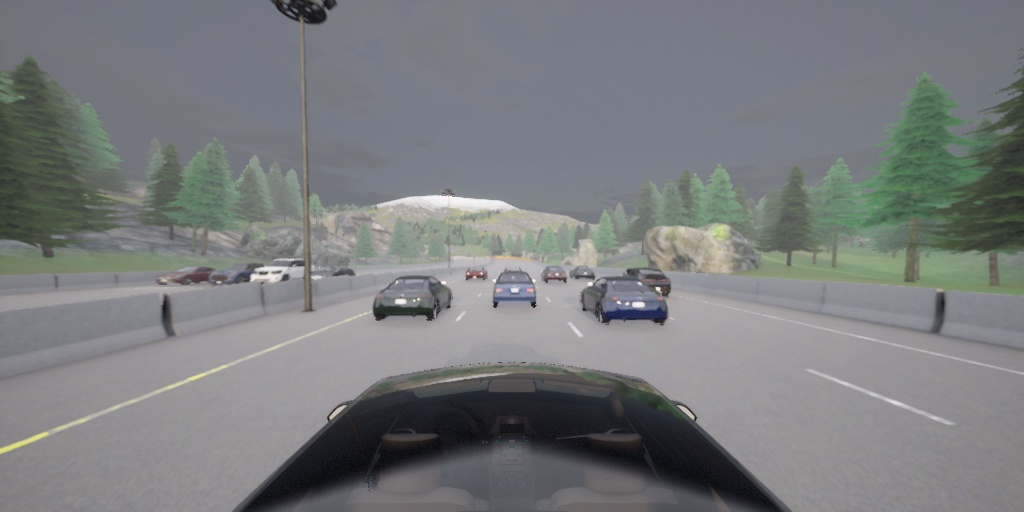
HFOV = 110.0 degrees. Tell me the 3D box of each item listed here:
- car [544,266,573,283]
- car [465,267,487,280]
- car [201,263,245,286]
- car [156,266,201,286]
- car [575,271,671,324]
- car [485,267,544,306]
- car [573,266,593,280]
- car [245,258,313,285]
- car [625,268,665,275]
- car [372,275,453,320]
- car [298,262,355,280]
[{"bbox_3d":[3.606,1.571,31.211,2.033,1.411,5.357,0,-1,0],"label":"car"},{"bbox_3d":[-3.394,1.686,35.059,1.895,1.301,4.718,0,-1,0],"label":"car"},{"bbox_3d":[-21.090,1.330,28.034,2.097,1.767,4.553,0,-1,0],"label":"car"},{"bbox_3d":[-24.591,1.499,27.678,1.812,1.442,4.674,0,-1,0],"label":"car"},{"bbox_3d":[3.602,1.372,12.207,1.994,1.385,4.181,0,0,0],"label":"car"},{"bbox_3d":[0.103,1.389,16.191,2.033,1.411,5.357,0,-1,0],"label":"car"},{"bbox_3d":[7.107,1.676,36.674,1.994,1.385,4.181,0,-1,0],"label":"car"},{"bbox_3d":[-17.592,1.200,28.056,2.150,2.045,5.566,0,-1,0],"label":"car"},{"bbox_3d":[7.104,1.382,19.927,1.837,1.490,4.892,0,-1,0],"label":"car"},{"bbox_3d":[-3.398,1.377,12.948,1.994,1.385,4.181,0,0,0],"label":"car"},{"bbox_3d":[-14.091,1.472,28.194,2.128,1.511,4.902,0,-1,0],"label":"car"}]
